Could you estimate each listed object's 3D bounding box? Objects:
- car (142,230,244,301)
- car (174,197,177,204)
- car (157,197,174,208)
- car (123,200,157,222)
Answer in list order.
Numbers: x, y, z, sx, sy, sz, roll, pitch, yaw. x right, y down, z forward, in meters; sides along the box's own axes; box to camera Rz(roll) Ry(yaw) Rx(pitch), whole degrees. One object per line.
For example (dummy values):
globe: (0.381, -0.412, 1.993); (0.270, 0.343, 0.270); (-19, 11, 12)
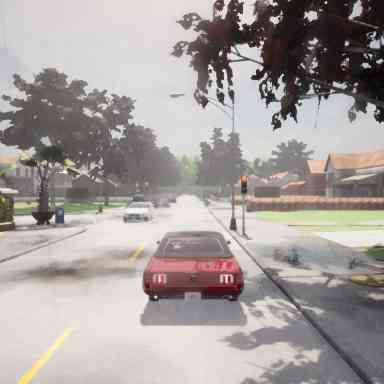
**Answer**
car: (0.042, 1.601, 8.252); (1.895, 1.301, 4.718); (0, 0, 1)
car: (-4.104, 1.601, 66.172); (1.895, 1.301, 4.718); (0, 0, 0)
car: (-4.153, 1.492, 47.029); (2.128, 1.511, 4.902); (0, 0, 0)
car: (-4.131, 1.525, 26.064); (1.812, 1.442, 4.674); (0, 0, 0)
